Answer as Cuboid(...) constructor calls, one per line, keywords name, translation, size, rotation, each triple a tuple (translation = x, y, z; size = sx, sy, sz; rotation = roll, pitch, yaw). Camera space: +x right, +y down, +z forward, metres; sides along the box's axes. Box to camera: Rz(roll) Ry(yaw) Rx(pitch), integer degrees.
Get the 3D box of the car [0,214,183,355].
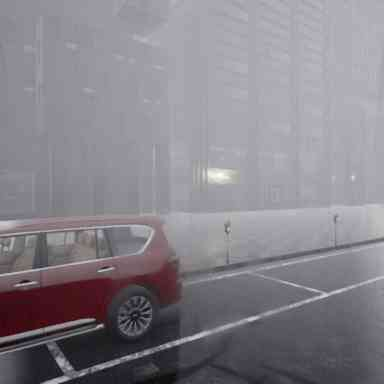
Cuboid(name="car", translation=(-2.477, 1.315, 4.886), size=(5.009, 1.841, 2.192), rotation=(0, 0, -36))
